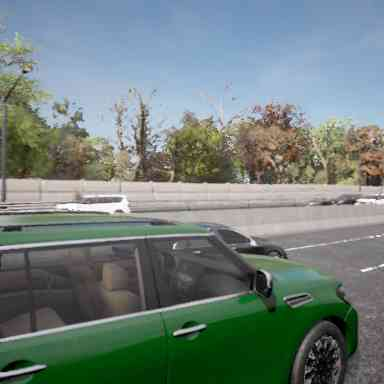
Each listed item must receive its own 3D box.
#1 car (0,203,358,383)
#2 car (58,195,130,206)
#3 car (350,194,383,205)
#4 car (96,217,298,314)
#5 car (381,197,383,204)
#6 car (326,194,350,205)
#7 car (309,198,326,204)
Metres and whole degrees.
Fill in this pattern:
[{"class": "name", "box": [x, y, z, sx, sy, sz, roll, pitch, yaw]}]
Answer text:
[{"class": "car", "box": [-0.697, 1.222, 3.243, 5.566, 2.045, 2.150, 0, 0, -35]}, {"class": "car", "box": [-7.261, 1.229, 24.613, 5.566, 2.045, 2.150, 0, 0, -36]}, {"class": "car", "box": [22.658, 1.293, 41.648, 5.566, 2.045, 2.150, 1, 0, -35]}, {"class": "car", "box": [0.339, 1.509, 8.289, 4.892, 1.490, 1.837, 0, 0, -36]}, {"class": "car", "box": [24.339, 1.574, 38.553, 4.892, 1.490, 1.837, 0, 0, -35]}, {"class": "car", "box": [20.940, 1.294, 44.719, 5.566, 2.045, 2.150, 1, 0, -35]}, {"class": "car", "box": [18.548, 1.561, 47.309, 4.902, 1.511, 2.128, 0, 0, -35]}]
